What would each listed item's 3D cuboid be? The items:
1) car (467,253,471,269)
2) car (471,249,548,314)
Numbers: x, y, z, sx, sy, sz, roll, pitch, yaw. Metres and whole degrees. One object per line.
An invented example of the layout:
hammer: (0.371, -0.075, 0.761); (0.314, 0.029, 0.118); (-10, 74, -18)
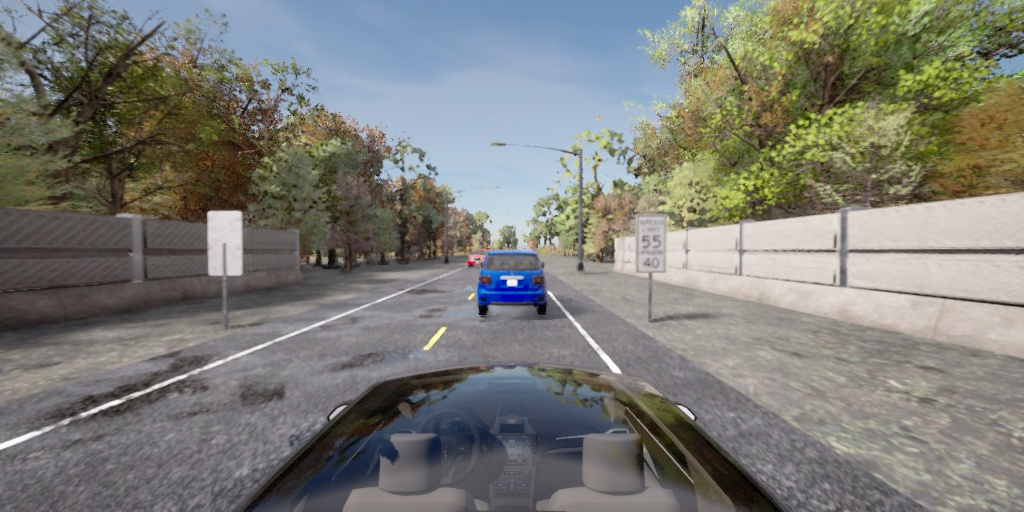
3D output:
car: (-3.582, 0.265, 39.539); (2.150, 2.045, 5.566); (0, 1, 0)
car: (0.025, 0.778, 12.814); (2.150, 2.045, 5.566); (0, 2, 0)
